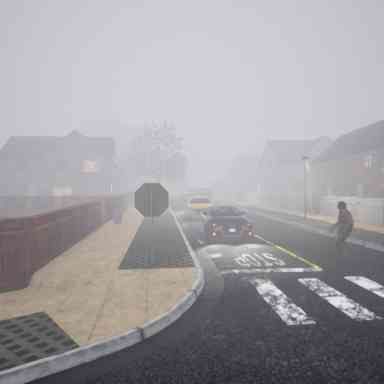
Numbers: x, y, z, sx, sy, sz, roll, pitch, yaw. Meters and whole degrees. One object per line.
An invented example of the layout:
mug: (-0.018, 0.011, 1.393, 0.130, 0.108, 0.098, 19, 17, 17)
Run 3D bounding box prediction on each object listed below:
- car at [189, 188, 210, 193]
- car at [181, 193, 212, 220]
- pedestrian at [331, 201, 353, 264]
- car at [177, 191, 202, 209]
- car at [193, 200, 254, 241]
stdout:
car: (1.334, 0.482, 46.148, 2.150, 2.045, 5.566, 0, 1, -6)
car: (0.508, 1.071, 24.185, 1.882, 1.535, 5.008, 0, 1, -6)
pedestrian: (4.326, 1.114, 9.501, 0.375, 1.860, 0.375, 2, -2, -5)
car: (-0.566, 0.917, 35.351, 2.128, 1.511, 4.902, 0, 1, -5)
car: (1.397, 1.301, 15.070, 1.994, 1.385, 4.181, 0, 1, -6)
